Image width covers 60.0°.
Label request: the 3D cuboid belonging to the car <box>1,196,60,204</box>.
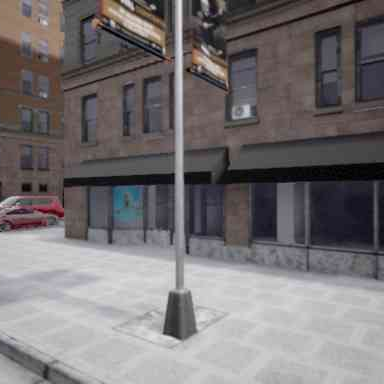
[{"bbox_3d":[-11.764,1.291,23.033,2.150,2.045,5.566,0,0,36],"label":"car"}]

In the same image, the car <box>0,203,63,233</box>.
[{"bbox_3d":[-10.320,1.616,20.202,1.994,1.385,4.181,-1,0,37],"label":"car"}]
